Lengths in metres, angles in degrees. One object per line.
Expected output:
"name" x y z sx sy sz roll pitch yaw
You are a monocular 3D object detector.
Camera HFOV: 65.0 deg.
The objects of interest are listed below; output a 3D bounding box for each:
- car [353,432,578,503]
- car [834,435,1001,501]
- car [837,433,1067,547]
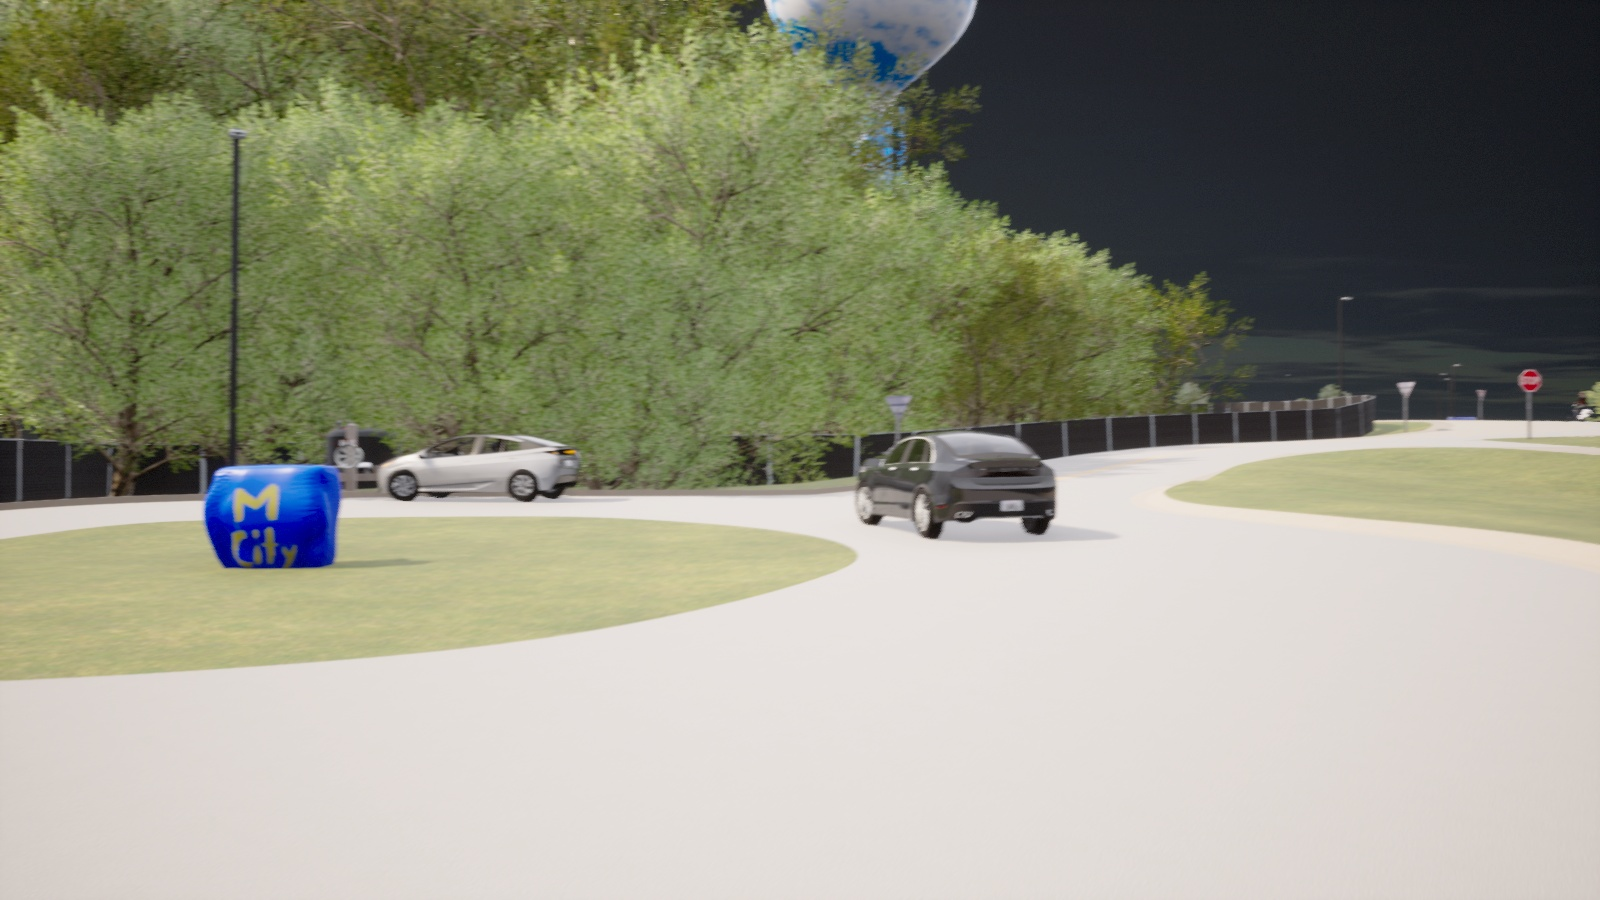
"car" -7.543 0.378 28.518 4.514 1.525 2.007 0 0 10
"car" 3.145 0.409 32.597 2.128 1.511 4.902 -1 1 36
"car" 2.121 0.511 19.157 1.837 1.490 4.892 -1 0 -14
